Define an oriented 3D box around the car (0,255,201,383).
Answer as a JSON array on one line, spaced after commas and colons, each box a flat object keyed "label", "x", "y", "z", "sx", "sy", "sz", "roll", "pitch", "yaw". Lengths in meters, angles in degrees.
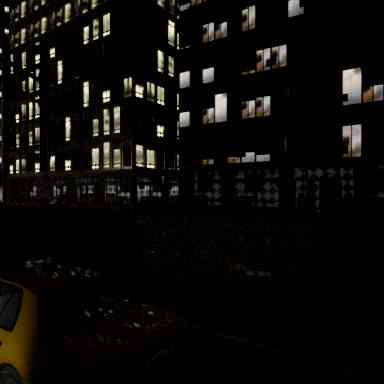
[{"label": "car", "x": -2.189, "y": 1.525, "z": 4.432, "sx": 4.829, "sy": 1.417, "sz": 1.752, "roll": 0, "pitch": 0, "yaw": 36}]
